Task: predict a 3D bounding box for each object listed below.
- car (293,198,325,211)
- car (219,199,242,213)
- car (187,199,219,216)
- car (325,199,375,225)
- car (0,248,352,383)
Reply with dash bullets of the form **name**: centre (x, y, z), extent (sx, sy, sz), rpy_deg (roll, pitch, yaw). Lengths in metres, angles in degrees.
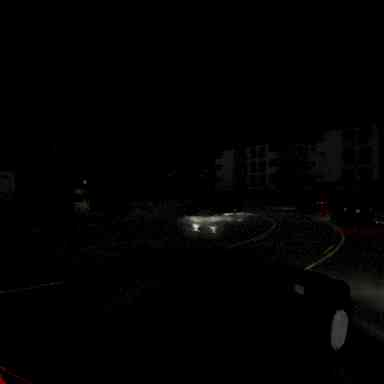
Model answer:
- **car**: centre (13.726, 1.398, 38.911), extent (2.128, 1.511, 4.902), rpy_deg (0, 0, -15)
- **car**: centre (3.548, 1.487, 36.558), extent (2.033, 1.411, 5.357), rpy_deg (0, 0, -19)
- **car**: centre (0.755, 1.431, 32.046), extent (1.882, 1.535, 5.008), rpy_deg (0, 0, -11)
- **car**: centre (11.244, 1.286, 23.737), extent (2.097, 1.767, 4.553), rpy_deg (0, 0, 11)
- **car**: centre (0.166, 1.472, 4.215), extent (5.008, 1.535, 1.882), rpy_deg (0, 0, -39)
